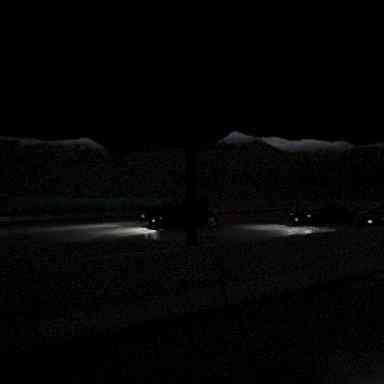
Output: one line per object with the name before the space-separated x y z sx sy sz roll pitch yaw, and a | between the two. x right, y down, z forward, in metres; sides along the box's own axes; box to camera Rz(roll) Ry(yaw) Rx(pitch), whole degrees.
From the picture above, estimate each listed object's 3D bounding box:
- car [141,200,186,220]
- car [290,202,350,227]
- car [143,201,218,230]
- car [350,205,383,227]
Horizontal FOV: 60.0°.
car | -1.201 1.361 23.762 4.902 1.511 2.128 0 0 -31
car | 8.373 1.362 21.146 4.674 1.442 1.812 0 0 -27
car | -0.485 1.451 20.106 4.181 1.385 1.994 0 0 -31
car | 11.283 1.400 18.695 4.181 1.385 1.994 0 0 -27
